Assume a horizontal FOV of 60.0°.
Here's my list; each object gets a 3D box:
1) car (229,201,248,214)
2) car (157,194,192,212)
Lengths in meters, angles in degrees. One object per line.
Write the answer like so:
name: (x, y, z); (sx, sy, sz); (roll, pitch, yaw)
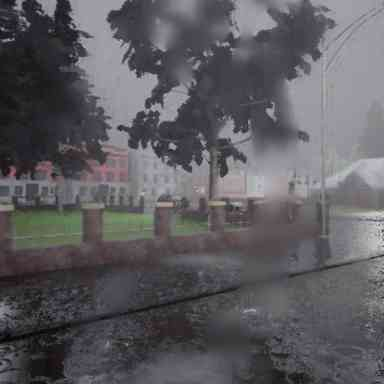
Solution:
car: (3.967, 1.557, 31.480); (1.882, 1.535, 5.008); (0, 0, -35)
car: (-2.188, 1.301, 40.204); (2.150, 2.045, 5.566); (0, 0, -35)
